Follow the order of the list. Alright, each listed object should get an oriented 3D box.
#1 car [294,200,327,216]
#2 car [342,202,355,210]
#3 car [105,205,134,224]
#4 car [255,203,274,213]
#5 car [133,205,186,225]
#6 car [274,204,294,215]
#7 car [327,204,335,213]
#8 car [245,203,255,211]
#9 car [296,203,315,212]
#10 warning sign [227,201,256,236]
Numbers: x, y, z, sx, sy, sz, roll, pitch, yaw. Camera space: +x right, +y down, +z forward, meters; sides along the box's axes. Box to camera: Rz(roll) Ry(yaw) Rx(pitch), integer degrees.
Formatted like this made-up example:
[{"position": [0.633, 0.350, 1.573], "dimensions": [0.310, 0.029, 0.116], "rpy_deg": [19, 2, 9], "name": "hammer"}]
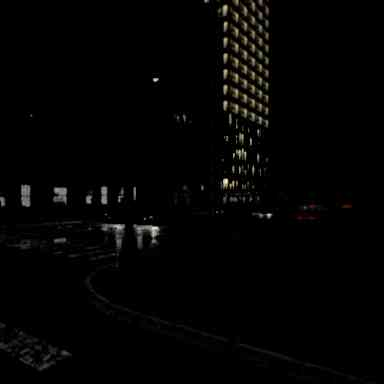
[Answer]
[{"position": [15.805, 2.063, 44.222], "dimensions": [2.150, 2.045, 5.566], "rpy_deg": [0, -1, 35], "name": "car"}, {"position": [31.108, 2.787, 65.975], "dimensions": [1.882, 1.535, 5.008], "rpy_deg": [0, -1, 33], "name": "car"}, {"position": [-5.531, 1.923, 29.318], "dimensions": [1.812, 1.442, 4.674], "rpy_deg": [0, -1, 33], "name": "car"}, {"position": [11.799, 2.430, 50.127], "dimensions": [2.033, 1.411, 5.357], "rpy_deg": [0, -1, 33], "name": "car"}, {"position": [-2.404, 1.919, 28.171], "dimensions": [1.837, 1.490, 4.892], "rpy_deg": [0, -1, 33], "name": "car"}, {"position": [13.507, 2.415, 46.624], "dimensions": [1.994, 1.385, 4.181], "rpy_deg": [0, -1, 33], "name": "car"}, {"position": [21.541, 2.594, 53.203], "dimensions": [1.994, 1.385, 4.181], "rpy_deg": [0, -1, 33], "name": "car"}, {"position": [8.844, 2.418, 51.546], "dimensions": [2.033, 1.411, 5.357], "rpy_deg": [0, -1, 33], "name": "car"}, {"position": [18.808, 2.551, 54.961], "dimensions": [1.812, 1.442, 4.674], "rpy_deg": [0, -1, 33], "name": "car"}, {"position": [2.806, 1.452, 18.770], "dimensions": [1.300, 1.860, 1.060], "rpy_deg": [1, 1, 33], "name": "warning sign"}]
